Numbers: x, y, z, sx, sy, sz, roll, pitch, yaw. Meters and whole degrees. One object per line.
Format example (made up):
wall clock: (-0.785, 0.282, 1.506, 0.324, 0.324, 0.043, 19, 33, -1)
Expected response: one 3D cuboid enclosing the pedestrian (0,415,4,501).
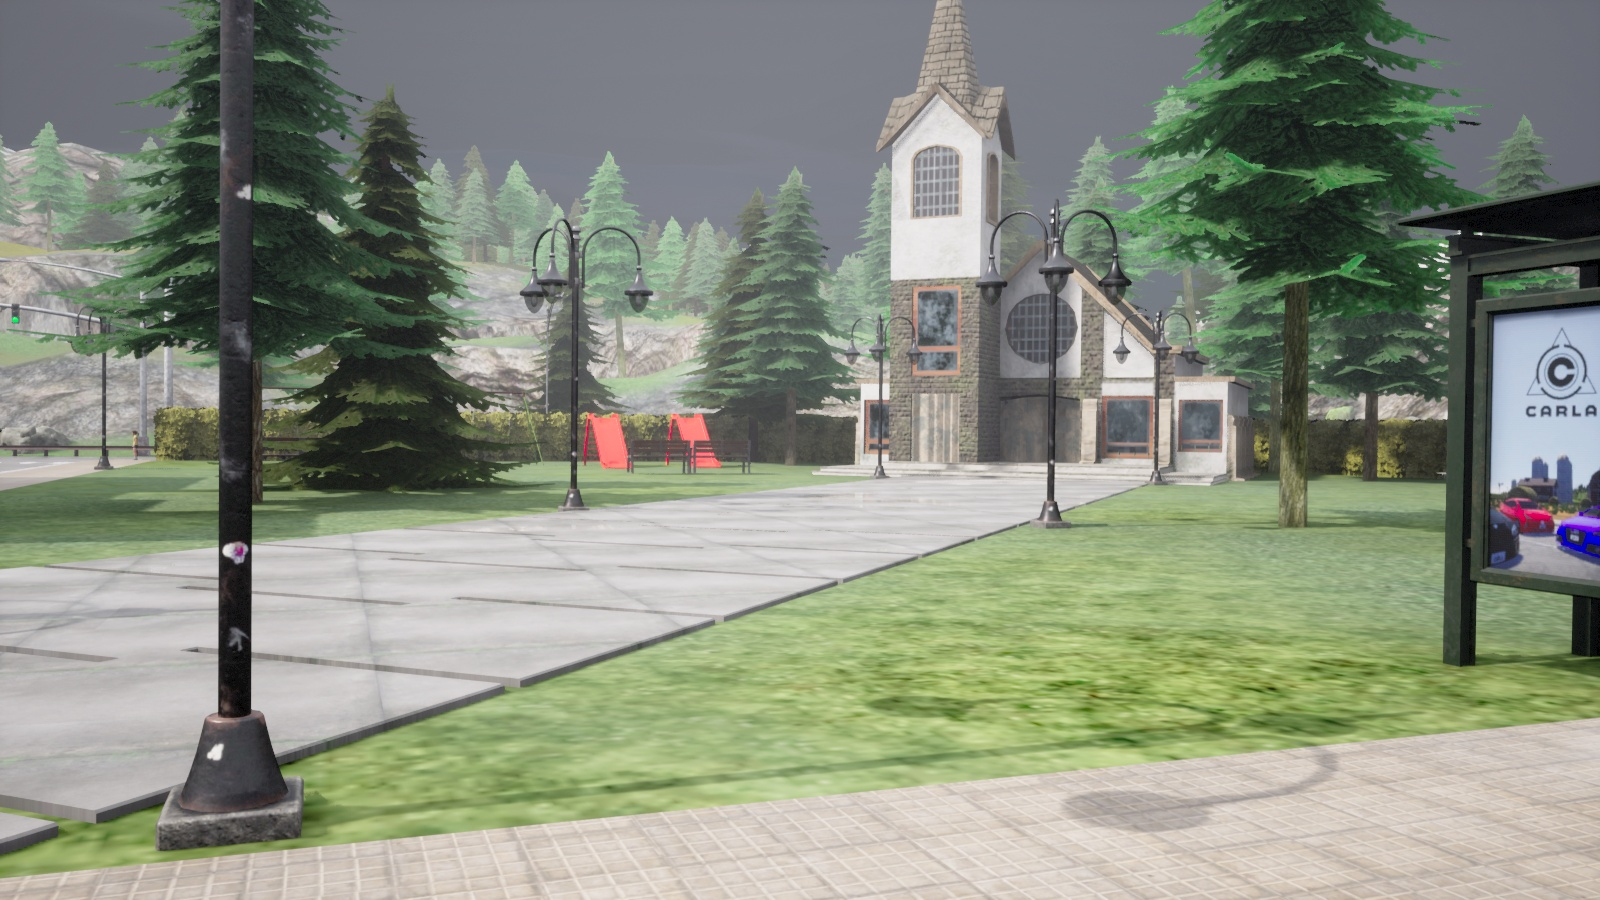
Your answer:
pedestrian: (-18.285, 0.184, 28.048, 0.659, 1.952, 0.873, -1, 1, -20)
